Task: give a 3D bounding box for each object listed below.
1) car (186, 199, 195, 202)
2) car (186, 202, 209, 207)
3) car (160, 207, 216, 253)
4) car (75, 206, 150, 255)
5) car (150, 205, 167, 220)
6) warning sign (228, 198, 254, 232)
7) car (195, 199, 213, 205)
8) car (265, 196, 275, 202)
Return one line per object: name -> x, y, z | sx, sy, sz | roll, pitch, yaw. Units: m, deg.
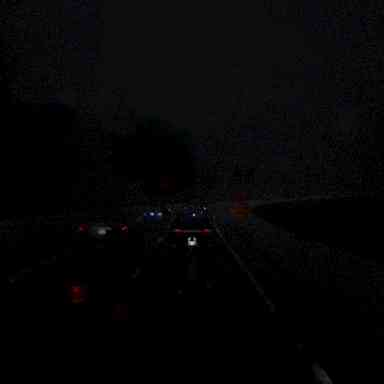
car -> 0.150, 2.174, 73.702 | 1.994, 1.385, 4.181 | -1, 0, 19
car -> 0.261, 1.841, 29.052 | 1.994, 1.385, 4.181 | 0, 0, 4
car -> 0.003, 1.634, 14.310 | 2.128, 1.511, 4.902 | 0, 0, 0
car -> -3.248, 1.489, 14.096 | 2.097, 1.767, 4.553 | 0, -1, 0
car -> -3.017, 1.827, 28.916 | 2.033, 1.411, 5.357 | 0, 0, 3
warning sign -> 2.827, 1.307, 19.303 | 1.300, 1.860, 1.060 | -1, -2, 0
car -> 3.121, 2.121, 72.350 | 2.033, 1.411, 5.357 | -1, 0, 19
car -> 21.568, 1.929, 91.993 | 1.837, 1.490, 4.892 | -1, 0, 33
